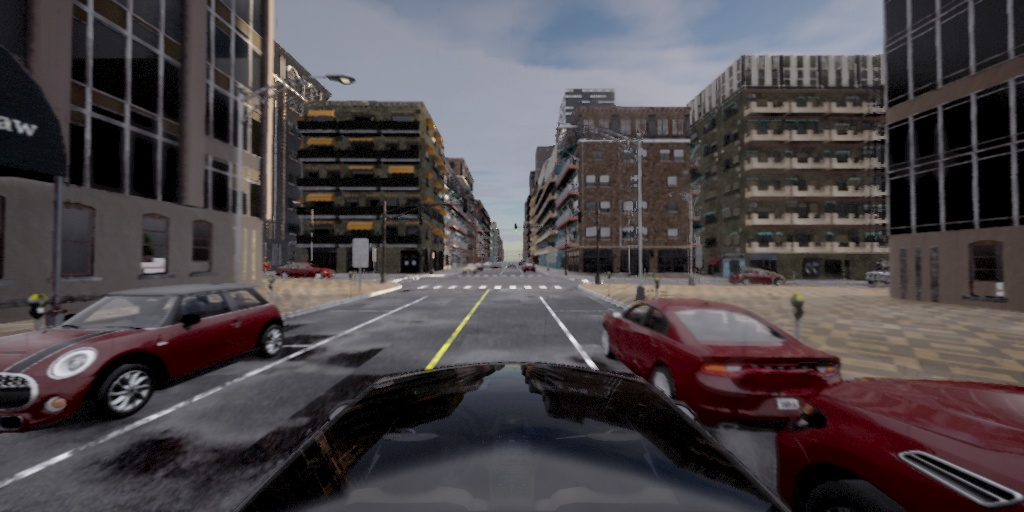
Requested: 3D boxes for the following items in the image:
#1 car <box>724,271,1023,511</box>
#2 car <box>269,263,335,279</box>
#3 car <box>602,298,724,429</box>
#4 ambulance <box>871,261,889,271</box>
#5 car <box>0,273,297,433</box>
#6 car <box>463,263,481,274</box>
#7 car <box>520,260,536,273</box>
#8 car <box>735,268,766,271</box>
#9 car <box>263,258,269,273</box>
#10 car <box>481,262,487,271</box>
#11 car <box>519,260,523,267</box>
[{"bbox_3d":[2.692,1.050,0.161,2.192,1.841,5.009,0,0,0],"label":"car"},{"bbox_3d":[-17.275,1.273,30.098,4.507,1.381,1.888,0,0,0],"label":"car"},{"bbox_3d":[2.690,1.332,5.721,1.888,1.381,4.507,0,0,0],"label":"car"},{"bbox_3d":[39.560,1.757,36.257,6.366,2.431,2.351,1,-1,0],"label":"ambulance"},{"bbox_3d":[-5.690,1.227,5.718,1.967,1.591,4.097,0,0,0],"label":"car"},{"bbox_3d":[-5.710,1.719,49.072,1.751,1.417,4.829,0,0,0],"label":"car"},{"bbox_3d":[2.668,1.791,54.755,1.888,1.381,4.507,0,0,0],"label":"car"},{"bbox_3d":[20.822,1.766,30.431,4.097,1.591,1.967,0,0,0],"label":"car"},{"bbox_3d":[-28.662,1.023,38.388,5.009,1.841,2.192,0,0,0],"label":"car"},{"bbox_3d":[-5.716,1.843,60.289,1.888,1.381,4.507,0,0,0],"label":"car"},{"bbox_3d":[2.666,1.738,60.279,1.967,1.591,4.097,0,0,0],"label":"car"}]
